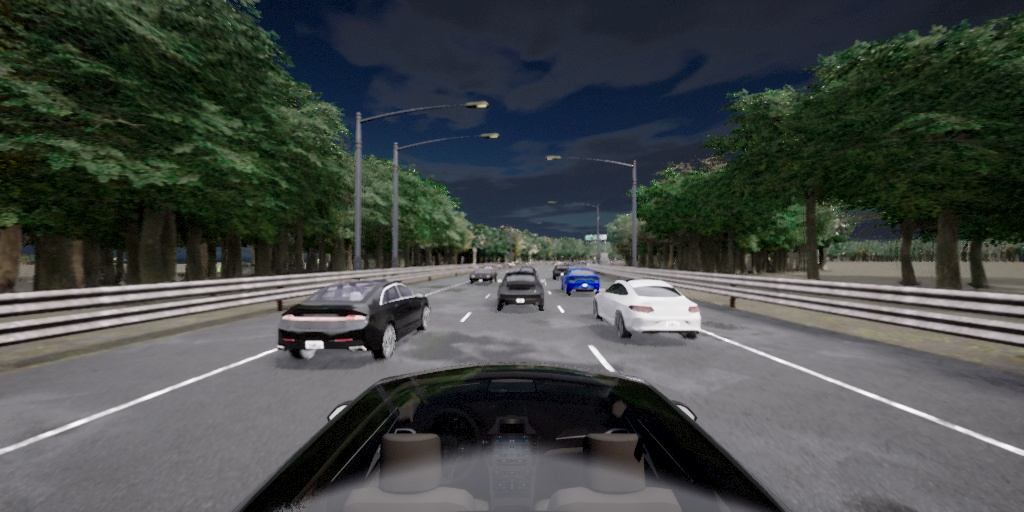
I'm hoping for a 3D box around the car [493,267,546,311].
[{"bbox_3d":[0.394,1.414,15.541,1.837,1.490,4.892,0,-1,2],"label":"car"}]

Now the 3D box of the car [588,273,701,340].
[{"bbox_3d":[3.627,1.379,10.270,1.812,1.442,4.674,0,-1,1],"label":"car"}]

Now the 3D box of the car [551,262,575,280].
[{"bbox_3d":[5.171,1.668,37.368,1.837,1.490,4.892,0,-1,5],"label":"car"}]

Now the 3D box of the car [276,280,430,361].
[{"bbox_3d":[-3.297,1.315,8.487,2.128,1.511,4.902,0,-1,1],"label":"car"}]

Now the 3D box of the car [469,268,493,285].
[{"bbox_3d":[-2.308,1.677,30.495,1.895,1.301,4.718,0,-1,4],"label":"car"}]

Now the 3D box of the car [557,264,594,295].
[{"bbox_3d":[4.056,1.463,21.745,1.882,1.535,5.008,0,-1,3],"label":"car"}]
